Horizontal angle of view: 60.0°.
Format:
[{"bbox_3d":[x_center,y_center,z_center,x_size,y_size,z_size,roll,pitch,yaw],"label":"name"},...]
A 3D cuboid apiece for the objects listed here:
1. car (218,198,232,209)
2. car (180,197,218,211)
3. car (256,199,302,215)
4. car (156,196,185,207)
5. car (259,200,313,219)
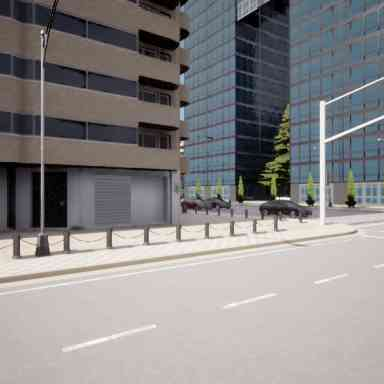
[{"bbox_3d":[3.010,1.449,42.424,1.837,1.490,4.892,0,0,-35],"label":"car"},{"bbox_3d":[0.581,1.471,39.790,1.812,1.442,4.674,0,0,-35],"label":"car"},{"bbox_3d":[8.874,1.508,34.158,1.994,1.385,4.181,0,0,-36],"label":"car"},{"bbox_3d":[-3.382,1.437,51.549,2.128,1.511,4.902,0,0,-35],"label":"car"},{"bbox_3d":[8.153,1.449,29.167,1.837,1.490,4.892,0,0,-37],"label":"car"}]
